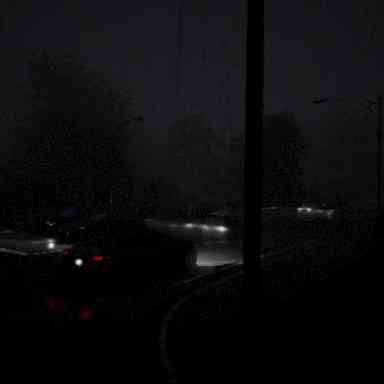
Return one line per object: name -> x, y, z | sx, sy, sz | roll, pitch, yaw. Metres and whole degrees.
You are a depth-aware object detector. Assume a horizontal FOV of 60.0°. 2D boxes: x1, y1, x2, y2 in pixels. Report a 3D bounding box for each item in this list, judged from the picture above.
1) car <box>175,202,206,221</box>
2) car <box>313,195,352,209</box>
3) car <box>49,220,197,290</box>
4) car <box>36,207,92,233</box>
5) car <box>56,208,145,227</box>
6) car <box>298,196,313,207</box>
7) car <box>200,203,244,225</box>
car -> 0.661, 1.678, 29.148 | 1.882, 1.535, 5.008 | 0, 0, 44
car -> 16.945, 1.162, 39.170 | 4.902, 1.511, 2.128 | -2, 1, -37
car -> -1.639, 1.731, 9.779 | 1.994, 1.385, 4.181 | 0, -1, 35
car -> -6.901, 1.691, 20.383 | 1.882, 1.535, 5.008 | 0, -1, 39
car -> -4.480, 1.740, 17.803 | 1.812, 1.442, 4.674 | 0, -1, 40
car -> 15.947, 1.186, 42.810 | 5.357, 1.411, 2.033 | -2, 1, -37
car -> 3.068, 1.727, 26.603 | 1.812, 1.442, 4.674 | 0, 1, 43
